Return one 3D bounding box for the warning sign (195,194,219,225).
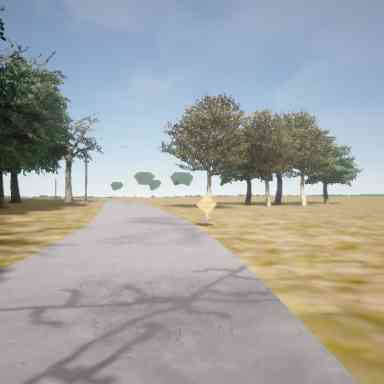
[{"bbox_3d":[0.940,1.086,21.033,1.300,1.860,1.060,-2,-2,-9],"label":"warning sign"}]
